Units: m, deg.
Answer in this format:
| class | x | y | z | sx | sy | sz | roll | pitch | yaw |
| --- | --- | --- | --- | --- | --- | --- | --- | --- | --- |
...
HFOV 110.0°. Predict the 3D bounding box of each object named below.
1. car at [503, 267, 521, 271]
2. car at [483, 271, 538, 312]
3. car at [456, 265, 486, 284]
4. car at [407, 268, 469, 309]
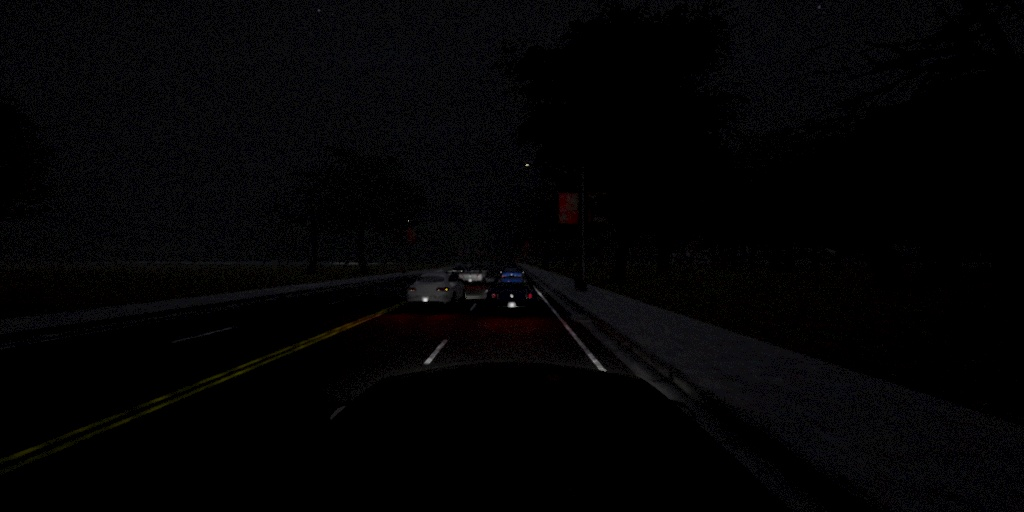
| class | x | y | z | sx | sy | sz | roll | pitch | yaw |
| --- | --- | --- | --- | --- | --- | --- | --- | --- | --- |
| car | 0.002 | 1.582 | 29.384 | 2.033 | 1.411 | 5.357 | 0 | -1 | 0 |
| car | 0.014 | 1.488 | 15.109 | 1.895 | 1.301 | 4.718 | 0 | -1 | 0 |
| car | -3.240 | 1.643 | 30.106 | 1.895 | 1.301 | 4.718 | 0 | -1 | 0 |
| car | -3.227 | 1.418 | 15.759 | 1.812 | 1.442 | 4.674 | 0 | 0 | 1 |
